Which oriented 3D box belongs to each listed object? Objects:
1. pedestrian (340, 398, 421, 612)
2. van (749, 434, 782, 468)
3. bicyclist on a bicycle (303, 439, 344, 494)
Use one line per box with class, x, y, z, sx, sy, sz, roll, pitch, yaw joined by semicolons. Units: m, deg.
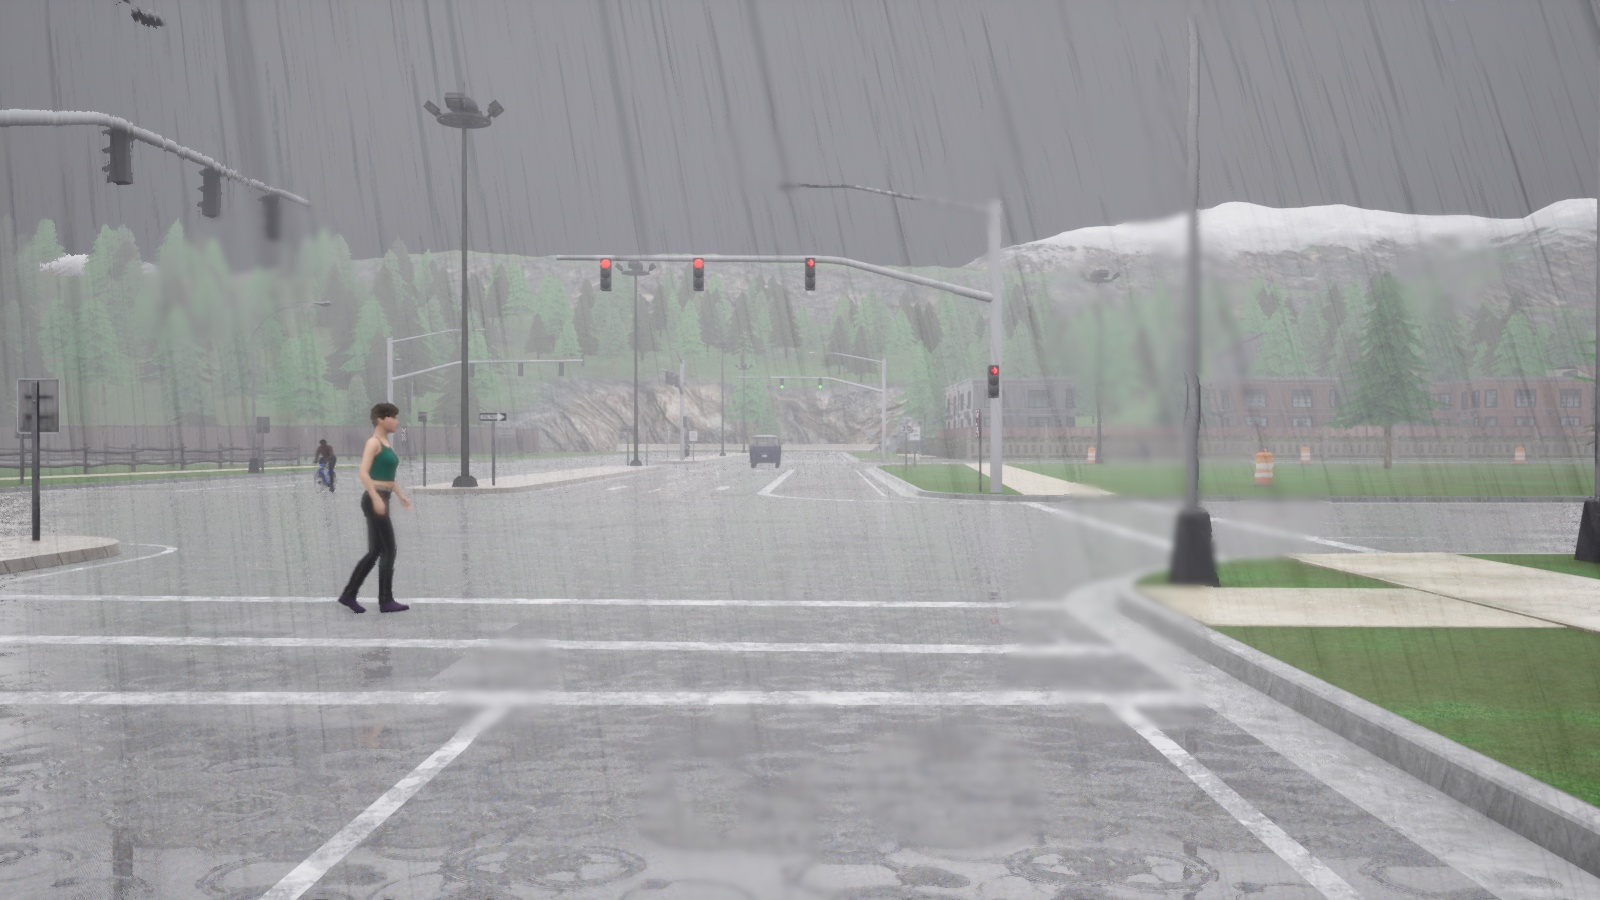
pedestrian;-3.639;0.471;10.922;0.594;1.836;0.345;0;0;-2
van;-2.046;0.069;76.023;1.775;1.987;4.442;0;0;1
bicyclist on a bicycle;-14.342;0.474;37.855;0.582;1.620;1.656;0;1;1
